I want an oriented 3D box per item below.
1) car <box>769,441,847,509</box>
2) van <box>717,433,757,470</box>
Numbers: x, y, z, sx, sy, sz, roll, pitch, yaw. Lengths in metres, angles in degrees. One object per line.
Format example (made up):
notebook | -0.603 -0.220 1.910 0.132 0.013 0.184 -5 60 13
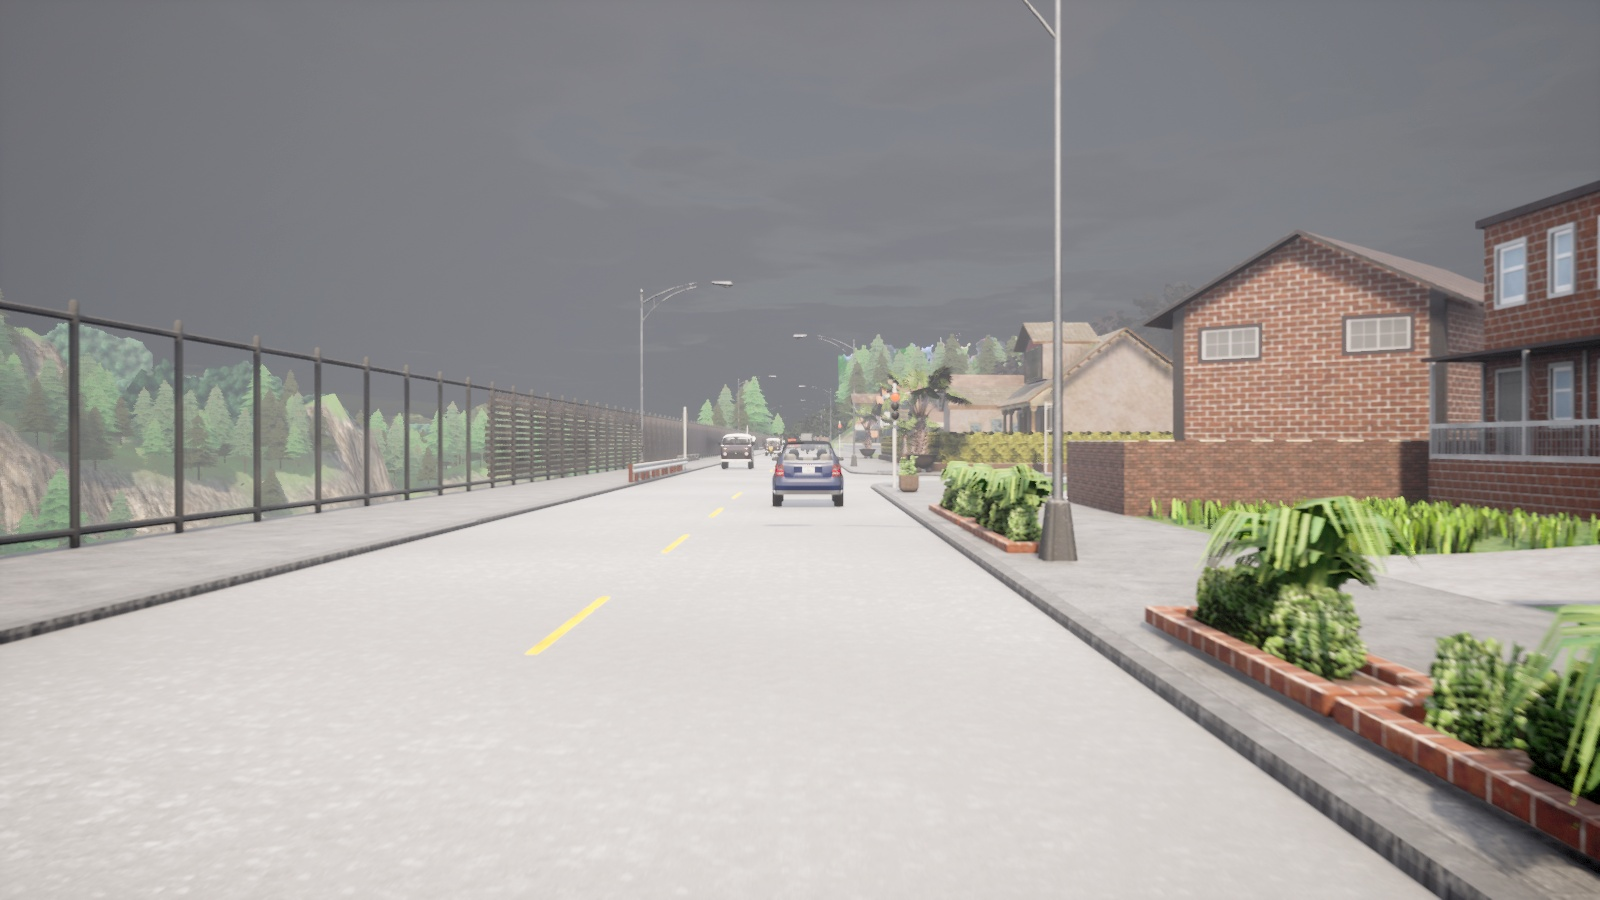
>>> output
car | 0.189 0.554 30.375 1.789 1.549 3.705 0 0 0
van | -3.572 0.061 72.068 2.069 2.038 4.480 0 0 0
